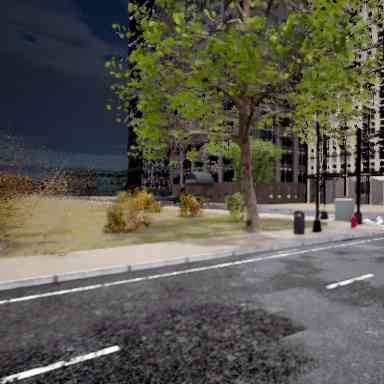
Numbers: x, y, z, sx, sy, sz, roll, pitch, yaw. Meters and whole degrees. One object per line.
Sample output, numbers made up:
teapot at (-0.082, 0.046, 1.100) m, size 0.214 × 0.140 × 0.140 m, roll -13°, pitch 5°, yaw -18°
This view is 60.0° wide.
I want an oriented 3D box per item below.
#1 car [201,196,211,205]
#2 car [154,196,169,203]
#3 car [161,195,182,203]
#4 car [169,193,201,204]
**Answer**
car at (1.454, 1.518, 60.859) m, size 2.128 × 1.511 × 4.902 m, roll 1°, pitch 0°, yaw -34°
car at (-7.039, 1.519, 67.713) m, size 2.033 × 1.411 × 5.357 m, roll 1°, pitch 0°, yaw -34°
car at (-4.336, 1.421, 69.521) m, size 2.033 × 1.411 × 5.357 m, roll 1°, pitch 0°, yaw -34°
car at (-1.275, 1.199, 59.128) m, size 2.150 × 2.045 × 5.566 m, roll 1°, pitch 0°, yaw -33°
